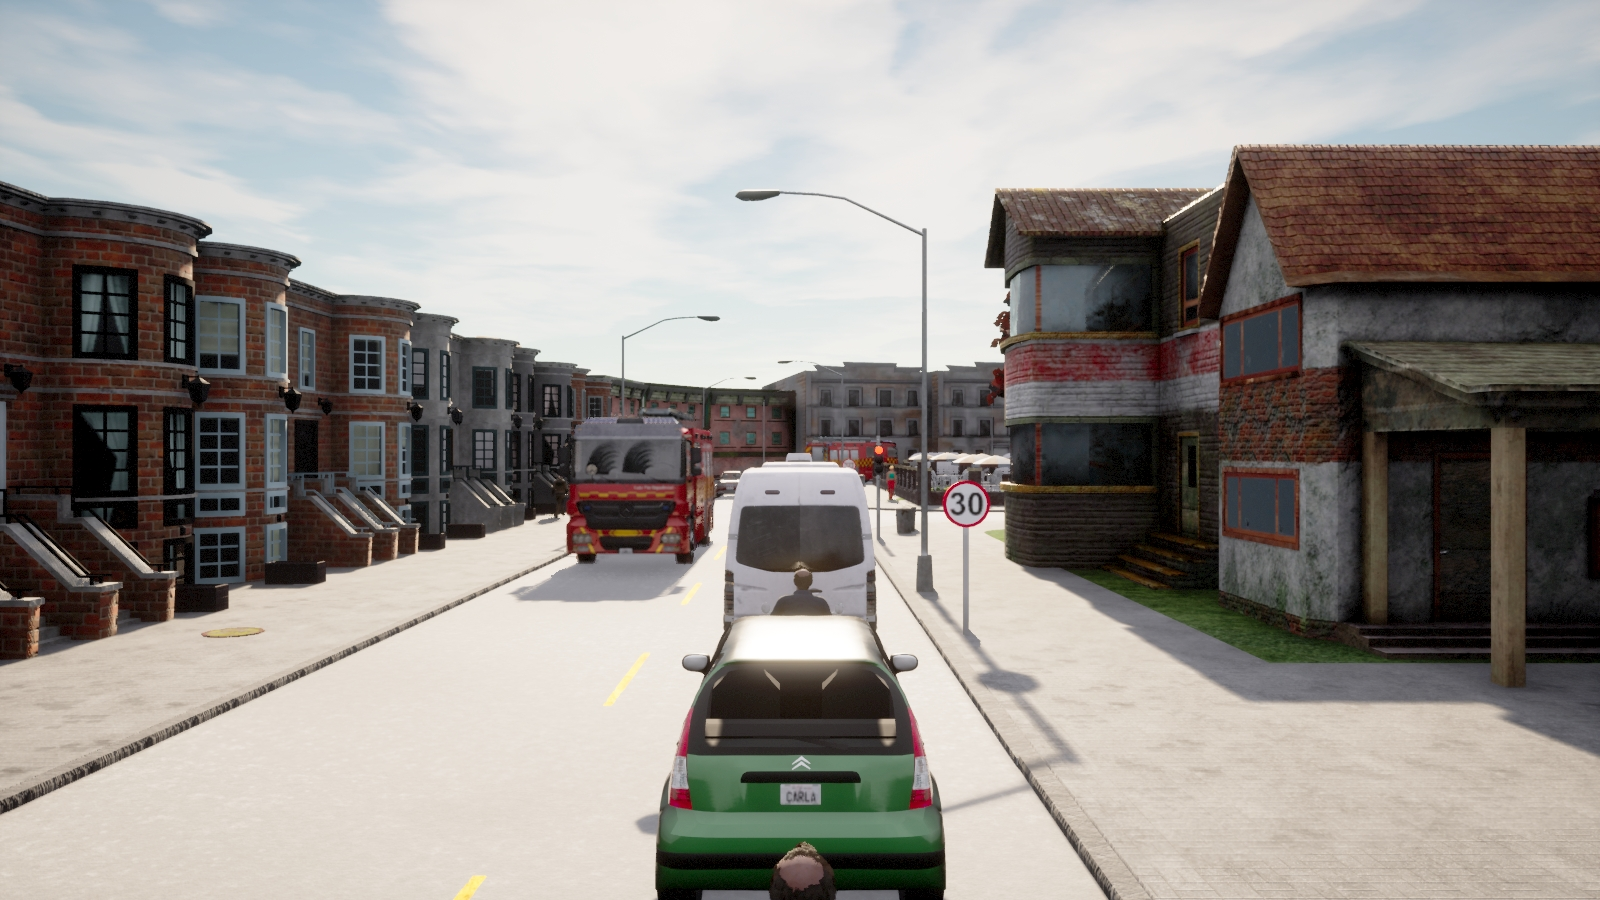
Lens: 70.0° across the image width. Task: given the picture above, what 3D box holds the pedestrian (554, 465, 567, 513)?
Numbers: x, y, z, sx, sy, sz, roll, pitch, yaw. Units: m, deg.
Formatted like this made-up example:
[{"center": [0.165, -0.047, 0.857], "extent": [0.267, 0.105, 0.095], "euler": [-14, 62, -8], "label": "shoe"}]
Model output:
[{"center": [-9.326, 1.509, 44.408], "extent": [0.375, 1.860, 0.375], "euler": [0, 0, 12], "label": "pedestrian"}]

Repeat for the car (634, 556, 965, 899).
[{"center": [-0.003, 1.776, 8.384], "extent": [1.851, 1.617, 3.988], "euler": [0, 0, 0], "label": "car"}]

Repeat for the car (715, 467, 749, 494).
[{"center": [-4.014, 1.781, 67.520], "extent": [1.789, 1.549, 3.705], "euler": [0, 0, 0], "label": "car"}]

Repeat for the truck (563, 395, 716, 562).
[{"center": [-4.003, 0.659, 30.515], "extent": [2.891, 3.827, 8.468], "euler": [0, 0, 0], "label": "truck"}]

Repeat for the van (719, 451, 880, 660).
[{"center": [-0.006, 1.308, 17.043], "extent": [1.988, 2.561, 5.915], "euler": [0, 0, 0], "label": "van"}]

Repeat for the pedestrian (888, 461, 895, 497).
[{"center": [4.768, 1.493, 59.581], "extent": [0.375, 1.860, 0.375], "euler": [0, 0, 0], "label": "pedestrian"}]

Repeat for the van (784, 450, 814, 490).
[{"center": [-0.059, 1.286, 76.777], "extent": [1.988, 2.561, 5.915], "euler": [0, 0, 0], "label": "van"}]
